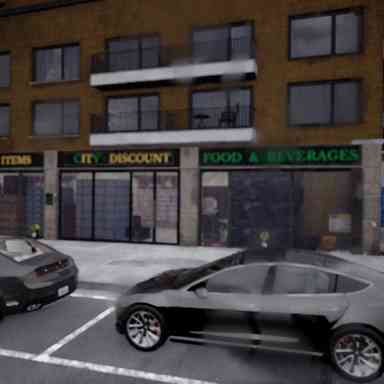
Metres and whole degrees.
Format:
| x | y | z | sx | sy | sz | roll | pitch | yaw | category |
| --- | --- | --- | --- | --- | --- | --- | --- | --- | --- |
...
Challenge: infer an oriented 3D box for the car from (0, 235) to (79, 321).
| x | y | z | sx | sy | sz | roll | pitch | yaw | category |
| --- | --- | --- | --- | --- | --- | --- | --- | --- | --- |
| -4.411 | 1.536 | 6.560 | 4.403 | 1.369 | 2.008 | 0 | 1 | 16 | car |

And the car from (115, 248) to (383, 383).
| x | y | z | sx | sy | sz | roll | pitch | yaw | category |
| --- | --- | --- | --- | --- | --- | --- | --- | --- | --- |
| 0.965 | 1.560 | 5.044 | 4.313 | 1.339 | 1.947 | 0 | 1 | 16 | car |
